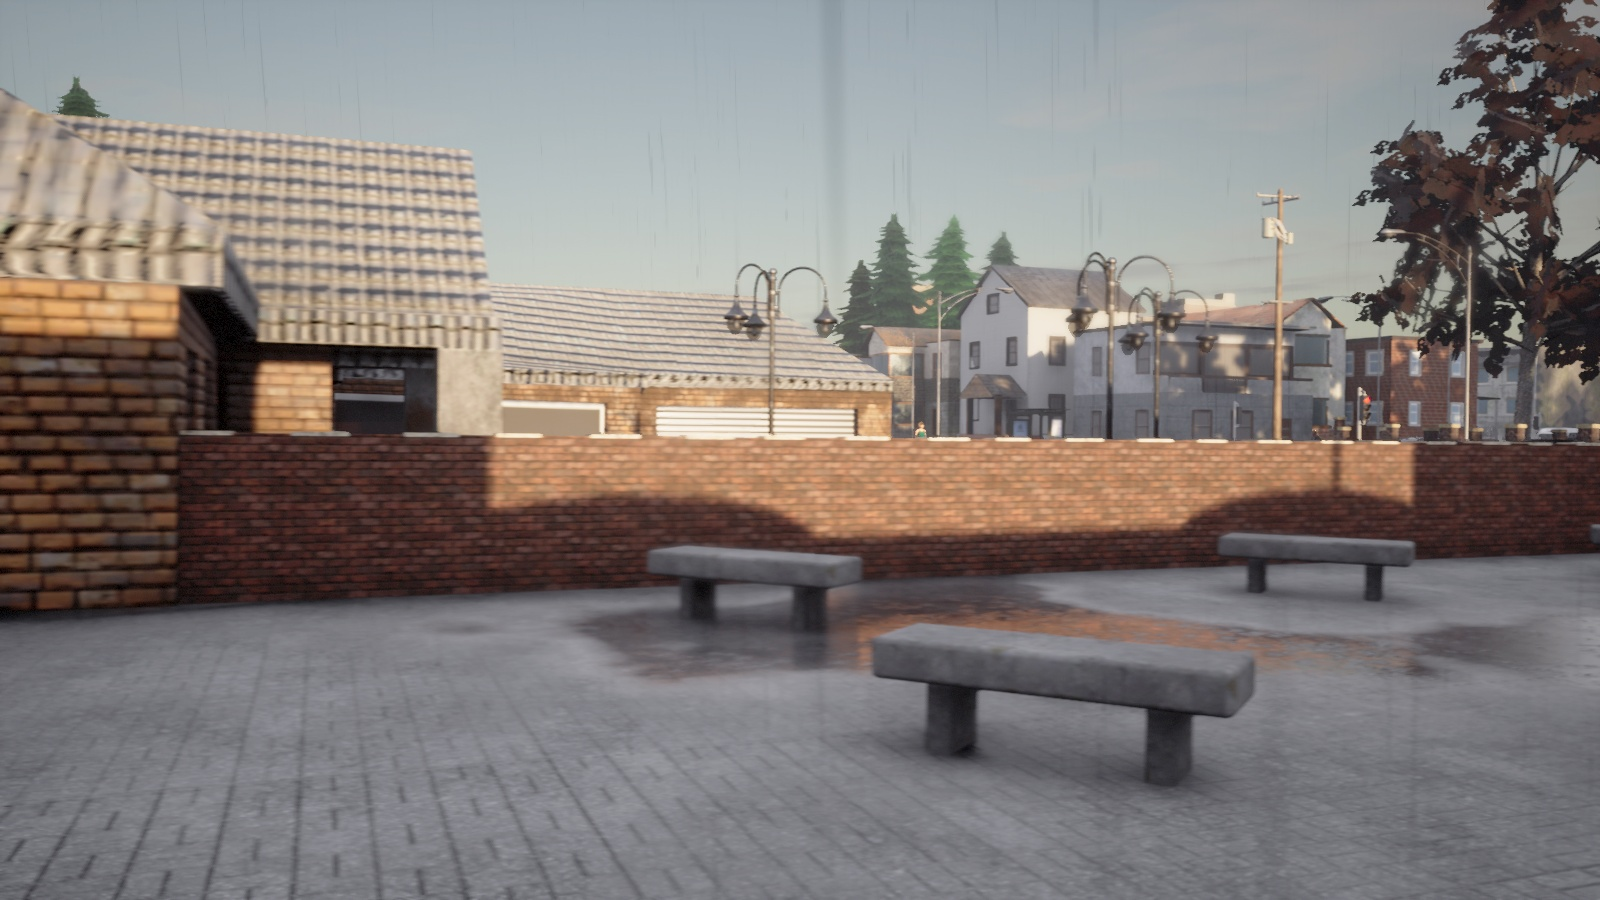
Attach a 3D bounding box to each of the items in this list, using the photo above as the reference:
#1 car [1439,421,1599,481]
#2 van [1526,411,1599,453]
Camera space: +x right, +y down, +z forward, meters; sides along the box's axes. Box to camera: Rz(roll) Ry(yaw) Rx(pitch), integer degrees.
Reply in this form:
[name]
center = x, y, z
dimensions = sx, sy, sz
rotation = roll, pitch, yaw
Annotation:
[car]
center = 20.394, -0.008, 34.520
dimensions = 1.882, 1.535, 5.008
rotation = -1, 1, -23
[van]
center = 38.750, -0.920, 62.680
dimensions = 4.480, 2.038, 2.069
rotation = -1, 1, -23
